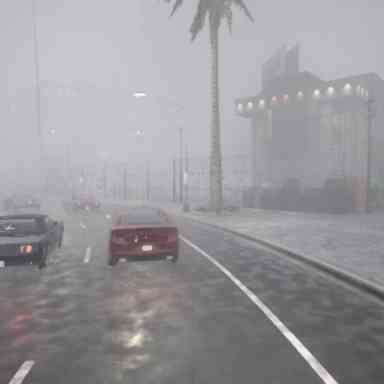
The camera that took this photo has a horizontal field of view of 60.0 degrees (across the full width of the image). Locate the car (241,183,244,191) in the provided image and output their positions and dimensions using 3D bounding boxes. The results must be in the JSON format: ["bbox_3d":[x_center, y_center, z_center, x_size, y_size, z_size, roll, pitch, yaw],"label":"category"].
[{"bbox_3d":[8.304,-0.234,52.569,4.674,1.452,2.002,2,2,42],"label":"car"}]

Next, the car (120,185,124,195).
[{"bbox_3d":[-11.797,-0.452,55.212,4.553,1.767,2.185,2,2,42],"label":"car"}]

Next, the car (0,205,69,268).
[{"bbox_3d":[-4.974,1.300,9.762,1.895,1.301,4.718,-1,2,-14],"label":"car"}]

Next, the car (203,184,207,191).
[{"bbox_3d":[0.127,-0.573,68.834,4.718,1.301,1.895,2,2,42],"label":"car"}]

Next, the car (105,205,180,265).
[{"bbox_3d":[-1.683,1.147,10.540,1.882,1.535,5.008,0,2,-14],"label":"car"}]

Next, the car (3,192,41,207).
[{"bbox_3d":[-13.666,0.733,26.657,2.033,1.411,5.357,-2,2,-40],"label":"car"}]

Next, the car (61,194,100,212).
[{"bbox_3d":[-8.786,0.802,25.918,1.895,1.301,4.718,-1,2,-34],"label":"car"}]
